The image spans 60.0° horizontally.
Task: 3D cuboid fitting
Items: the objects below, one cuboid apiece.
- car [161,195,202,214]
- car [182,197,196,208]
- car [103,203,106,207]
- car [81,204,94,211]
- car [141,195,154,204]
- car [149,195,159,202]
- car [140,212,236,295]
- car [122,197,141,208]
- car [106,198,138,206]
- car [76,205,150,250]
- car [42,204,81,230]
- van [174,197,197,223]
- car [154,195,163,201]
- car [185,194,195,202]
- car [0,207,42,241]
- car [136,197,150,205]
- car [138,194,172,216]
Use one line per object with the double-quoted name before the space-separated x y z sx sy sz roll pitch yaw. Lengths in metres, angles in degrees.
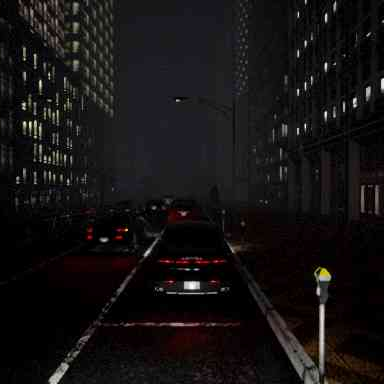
"car" -0.465 1.311 20.672 2.192 1.841 5.009 -1 0 0
"car" -0.463 1.541 49.090 2.008 1.369 4.403 -1 0 0
"car" -8.844 1.544 37.723 2.008 1.369 4.403 -1 0 0
"car" -8.843 1.577 26.356 1.802 1.307 4.206 -1 0 0
"car" -8.845 1.427 66.141 1.967 1.590 4.097 -1 0 0
"car" -8.843 1.509 77.339 1.752 1.417 4.829 -1 0 0
"car" -0.001 1.502 8.651 1.837 1.490 4.892 0 0 0
"car" -8.843 1.541 49.090 2.008 1.369 4.403 -1 0 0
"car" -6.239 1.499 30.900 1.837 1.490 4.892 0 0 0
"car" -3.148 1.523 14.223 1.812 1.442 4.674 0 0 0
"car" -8.844 1.547 20.672 2.008 1.369 4.403 -1 0 0
"van" -0.465 1.336 26.356 1.690 1.788 3.998 -1 0 0
"car" -8.844 1.545 88.876 1.947 1.339 4.313 -1 0 0
"car" -0.465 1.298 77.509 2.192 1.841 5.009 -1 0 0
"car" -8.843 1.542 14.989 1.887 1.381 4.507 -1 0 0
"car" -8.843 1.570 60.458 1.802 1.307 4.206 -1 0 0
"car" -3.057 1.348 28.899 2.097 1.767 4.553 0 0 0
